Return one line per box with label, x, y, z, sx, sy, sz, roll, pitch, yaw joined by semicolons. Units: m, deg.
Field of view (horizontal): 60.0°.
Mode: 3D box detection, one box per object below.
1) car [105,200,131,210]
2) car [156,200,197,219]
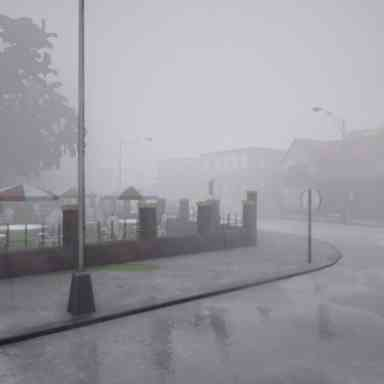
car;-9.384;1.546;40.766;2.033;1.411;5.357;0;0;-35
car;-1.451;1.490;29.646;2.128;1.511;4.902;0;0;-36
